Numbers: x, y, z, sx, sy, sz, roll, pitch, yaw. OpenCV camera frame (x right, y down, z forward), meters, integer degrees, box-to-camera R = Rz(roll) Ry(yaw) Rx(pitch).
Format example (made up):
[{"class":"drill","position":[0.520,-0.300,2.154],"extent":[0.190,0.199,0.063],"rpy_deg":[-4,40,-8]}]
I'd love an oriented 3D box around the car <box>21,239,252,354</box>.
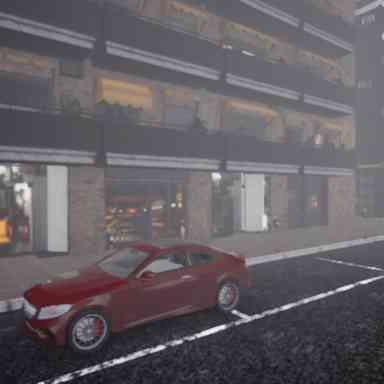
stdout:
[{"class":"car","position":[-0.737,1.562,6.032],"extent":[4.206,1.307,1.802],"rpy_deg":[-1,1,-36]}]
